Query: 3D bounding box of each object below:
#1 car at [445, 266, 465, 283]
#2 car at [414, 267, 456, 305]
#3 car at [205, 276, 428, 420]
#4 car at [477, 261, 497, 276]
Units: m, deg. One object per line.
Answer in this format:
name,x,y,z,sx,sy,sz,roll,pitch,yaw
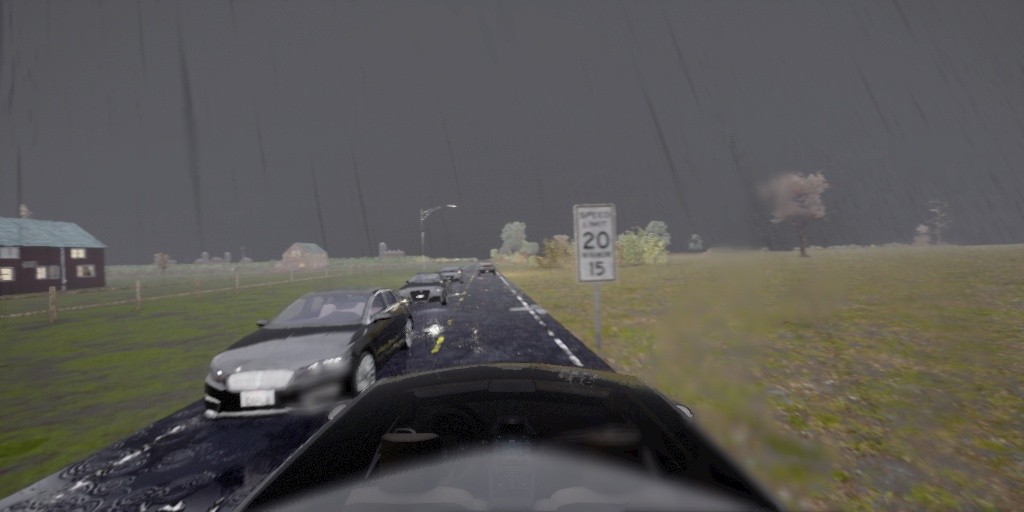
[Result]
car,-4.853,1.481,28.772,1.994,1.385,4.181,-2,0,-5
car,-3.874,1.452,16.512,1.994,1.385,4.181,-2,0,-5
car,-3.077,1.356,6.514,2.128,1.511,4.902,-2,0,-4
car,-2.729,1.333,38.850,1.837,1.490,4.892,-2,0,-5
